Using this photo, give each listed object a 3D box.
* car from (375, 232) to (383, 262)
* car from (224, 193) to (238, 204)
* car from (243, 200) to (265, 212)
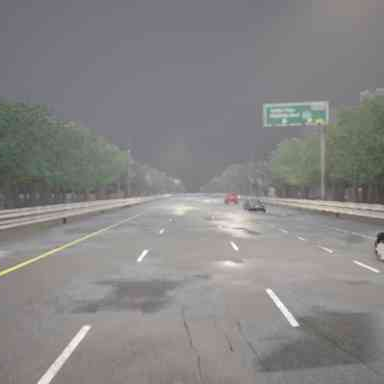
[{"bbox_3d":[7.003,1.495,9.025,1.882,1.535,5.008,0,0,0],"label":"car"},{"bbox_3d":[7.105,1.196,61.402,2.150,2.045,5.566,0,0,0],"label":"car"},{"bbox_3d":[7.057,1.550,38.078,1.994,1.385,4.181,0,0,0],"label":"car"}]
